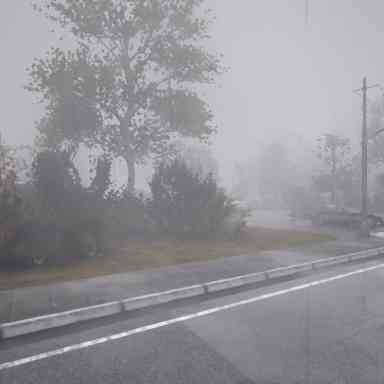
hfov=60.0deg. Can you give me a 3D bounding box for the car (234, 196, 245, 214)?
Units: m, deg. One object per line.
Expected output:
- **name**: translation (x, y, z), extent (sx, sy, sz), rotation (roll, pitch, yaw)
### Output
- **car**: translation (3.624, 1.512, 39.188), extent (2.150, 2.045, 5.566), rotation (0, -1, -43)

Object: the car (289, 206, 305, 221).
- **car**: translation (10.193, 1.621, 25.816), extent (2.033, 1.411, 5.357), rotation (0, -1, -39)

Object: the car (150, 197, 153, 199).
- **car**: translation (-6.088, 1.849, 53.064), extent (5.566, 2.045, 2.150), rotation (-2, -1, 40)

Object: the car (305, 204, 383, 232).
- **car**: translation (9.460, 1.603, 20.447), extent (1.994, 1.385, 4.181), rotation (0, 0, -32)
